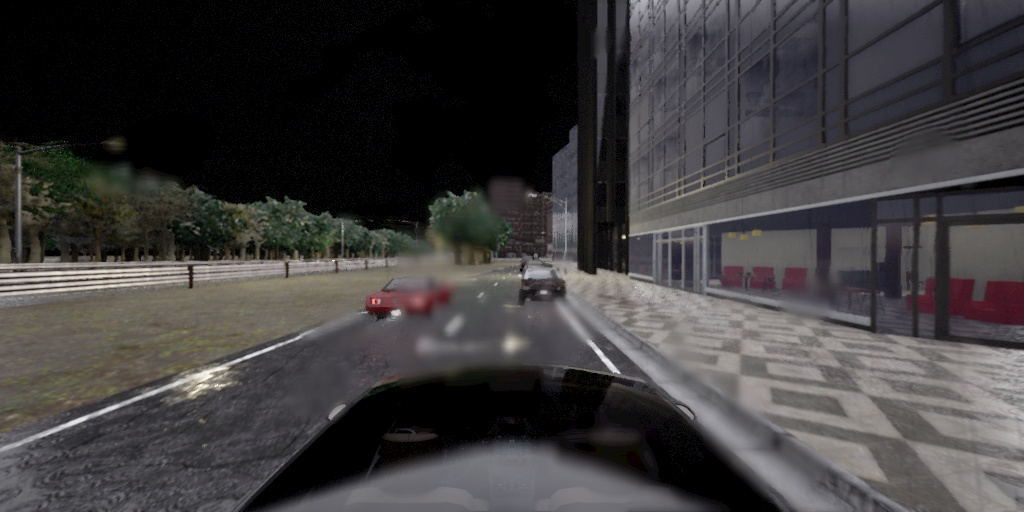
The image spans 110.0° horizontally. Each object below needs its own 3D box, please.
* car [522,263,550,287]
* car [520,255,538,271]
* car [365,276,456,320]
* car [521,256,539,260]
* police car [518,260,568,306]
[{"bbox_3d":[1.690,1.264,25.583,1.812,1.442,4.674,0,0,3],"label":"car"},{"bbox_3d":[2.457,0.964,49.931,2.150,2.045,5.566,0,0,6],"label":"car"},{"bbox_3d":[-3.232,1.342,12.504,1.895,1.301,4.718,0,0,1],"label":"car"},{"bbox_3d":[2.026,1.089,31.469,2.097,1.767,4.553,0,0,4],"label":"car"},{"bbox_3d":[1.286,1.166,15.826,1.930,1.638,5.238,0,0,2],"label":"police car"}]
